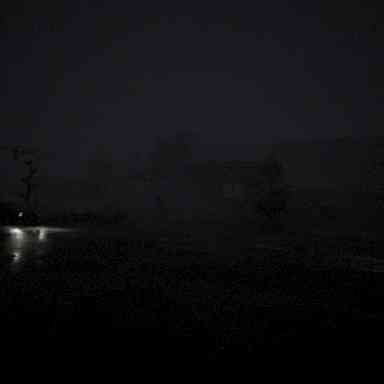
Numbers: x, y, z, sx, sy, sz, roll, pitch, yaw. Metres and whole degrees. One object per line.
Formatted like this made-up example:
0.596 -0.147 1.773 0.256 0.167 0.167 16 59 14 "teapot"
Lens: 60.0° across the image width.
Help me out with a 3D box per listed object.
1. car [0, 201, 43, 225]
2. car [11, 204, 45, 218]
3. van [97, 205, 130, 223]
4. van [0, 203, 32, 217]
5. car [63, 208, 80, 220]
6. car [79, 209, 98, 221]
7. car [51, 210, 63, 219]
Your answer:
-12.218 1.378 22.325 5.008 1.535 1.882 0 -5 31 "car"
-24.335 2.885 49.558 2.185 1.767 4.553 2 -5 12 "car"
-9.114 2.659 40.099 1.878 1.987 4.442 2 -5 12 "van"
-26.898 2.789 50.977 1.878 1.987 4.442 2 -5 12 "van"
-14.186 2.973 43.299 2.002 1.452 4.674 2 -5 12 "car"
-11.653 2.953 41.742 2.002 1.452 4.674 1 -5 12 "car"
-16.761 2.930 44.674 1.946 1.575 5.366 2 -5 12 "car"
